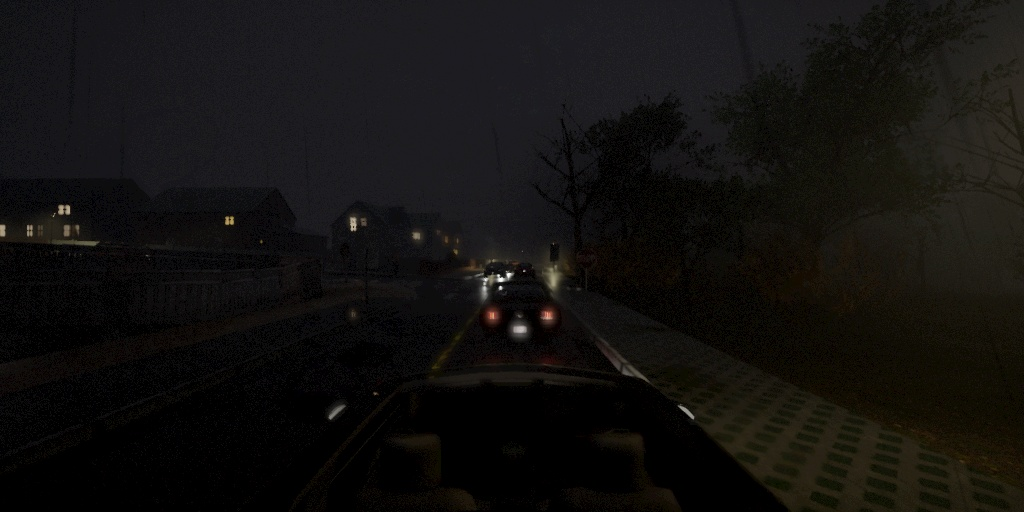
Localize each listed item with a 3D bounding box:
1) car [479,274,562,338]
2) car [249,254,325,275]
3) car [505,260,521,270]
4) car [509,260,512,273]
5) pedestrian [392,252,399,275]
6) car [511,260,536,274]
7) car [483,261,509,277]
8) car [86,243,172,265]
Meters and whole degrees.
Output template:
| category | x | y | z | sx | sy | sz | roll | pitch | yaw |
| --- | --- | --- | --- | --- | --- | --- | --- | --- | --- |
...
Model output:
| category | x | y | z | sx | sy | sz | roll | pitch | yaw |
| --- | --- | --- | --- | --- | --- | --- | --- | --- | --- |
| car | 0.215 | 1.354 | 10.192 | 1.895 | 1.301 | 4.718 | 0 | 0 | 1 |
| car | -14.272 | 0.648 | 22.534 | 4.674 | 1.442 | 1.812 | 3 | 0 | 1 |
| car | 0.189 | 1.389 | 55.898 | 1.882 | 1.535 | 5.008 | 0 | -1 | 6 |
| car | -0.832 | 1.407 | 45.780 | 1.994 | 1.385 | 4.181 | 0 | 0 | 5 |
| pedestrian | -9.172 | 0.542 | 28.296 | 0.375 | 1.860 | 0.375 | 0 | -3 | 1 |
| car | 1.266 | 1.357 | 34.913 | 1.994 | 1.385 | 4.181 | 0 | 0 | 4 |
| car | -1.626 | 1.322 | 35.703 | 1.812 | 1.442 | 4.674 | 0 | 0 | 4 |
| car | -24.105 | 0.009 | 22.739 | 4.553 | 1.767 | 2.097 | 3 | 0 | 1 |
